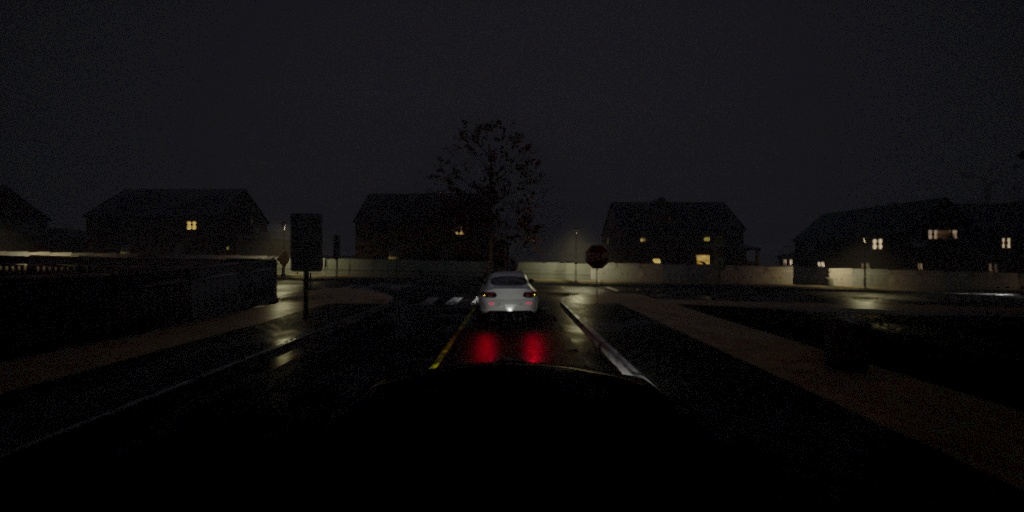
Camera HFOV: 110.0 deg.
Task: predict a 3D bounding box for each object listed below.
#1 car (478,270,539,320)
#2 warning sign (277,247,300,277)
[{"bbox_3d":[-0.187,1.208,12.199,1.812,1.442,4.674,0,0,-3],"label":"car"},{"bbox_3d":[-15.865,0.473,24.967,1.060,1.860,1.300,0,0,0],"label":"warning sign"}]
